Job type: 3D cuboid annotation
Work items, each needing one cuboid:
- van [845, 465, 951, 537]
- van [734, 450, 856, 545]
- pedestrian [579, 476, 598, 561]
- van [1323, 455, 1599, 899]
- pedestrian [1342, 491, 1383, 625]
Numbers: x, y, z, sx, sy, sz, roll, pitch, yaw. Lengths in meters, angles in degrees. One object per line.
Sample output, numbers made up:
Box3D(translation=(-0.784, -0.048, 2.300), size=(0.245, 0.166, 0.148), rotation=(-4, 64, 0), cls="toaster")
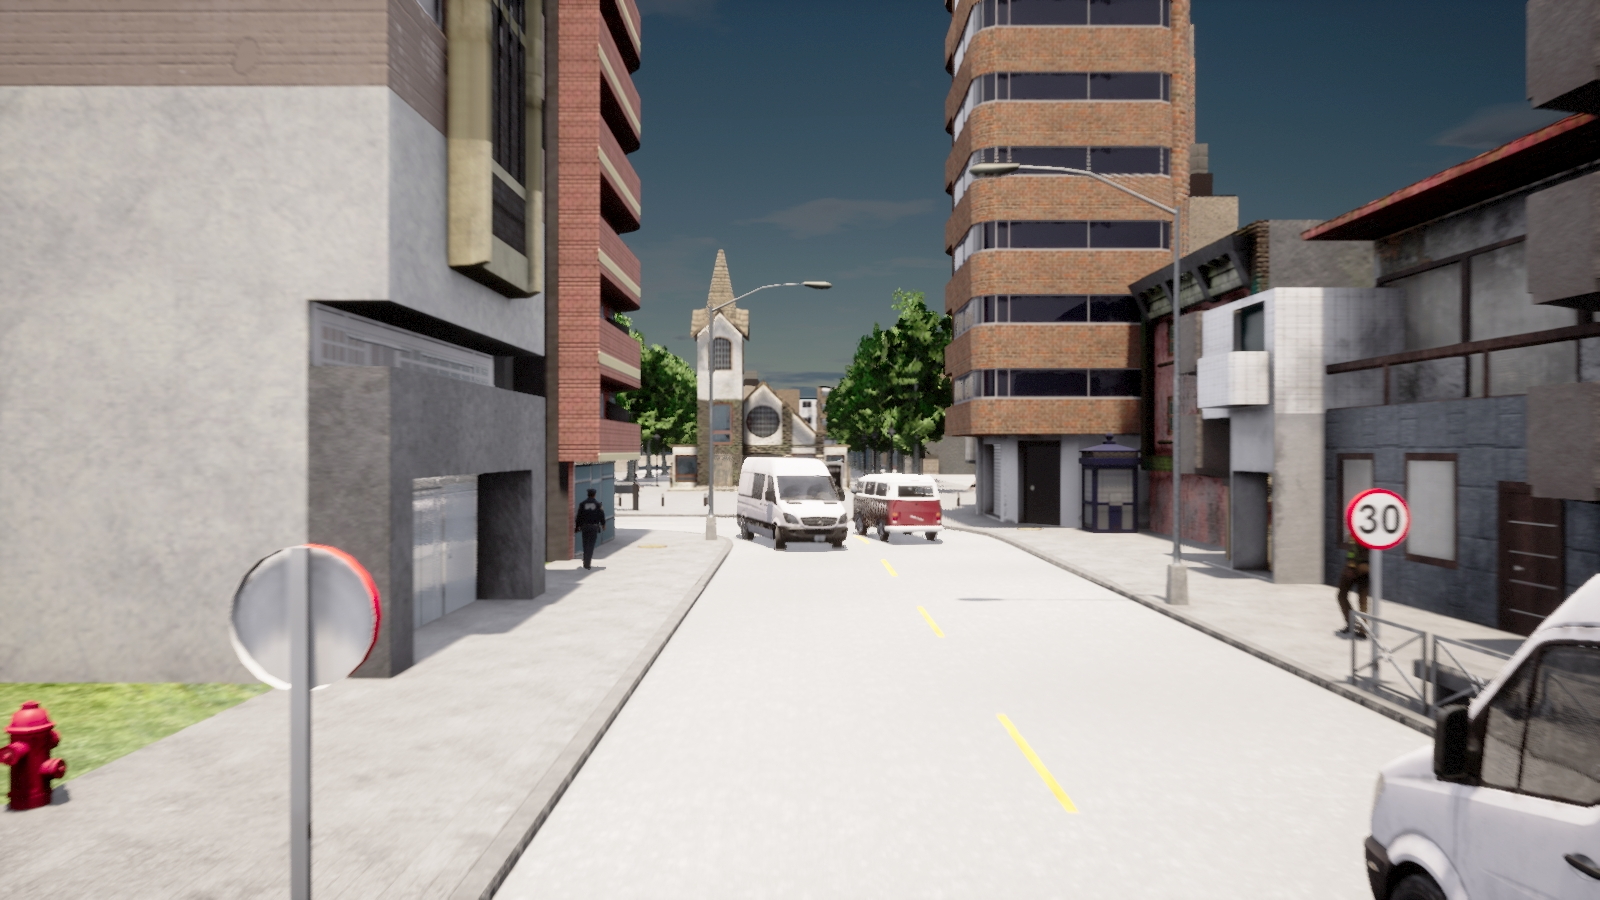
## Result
Box3D(translation=(2.989, 1.539, 35.988), size=(2.069, 2.038, 4.480), rotation=(1, 0, -12), cls="van")
Box3D(translation=(-0.284, 1.290, 33.728), size=(1.988, 2.561, 5.915), rotation=(1, 0, -16), cls="van")
Box3D(translation=(-4.682, 1.504, 25.280), size=(0.375, 1.860, 0.375), rotation=(0, 0, -3), cls="pedestrian")
Box3D(translation=(4.000, 1.310, 3.600), size=(1.988, 2.561, 5.915), rotation=(0, 0, 0), cls="van")
Box3D(translation=(7.948, 1.512, 16.141), size=(0.375, 1.860, 0.375), rotation=(0, 0, -5), cls="pedestrian")
